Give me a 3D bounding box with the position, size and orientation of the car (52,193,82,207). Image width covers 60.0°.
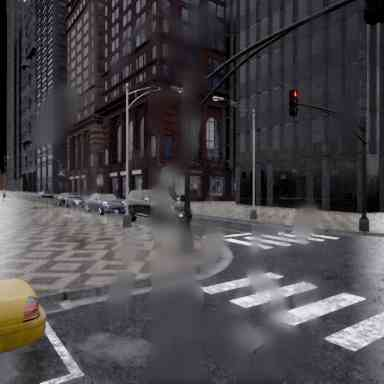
[{"bbox_3d":[-13.166,0.827,36.074,2.128,1.511,4.902,0,1,-36],"label":"car"}]

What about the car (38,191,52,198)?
[{"bbox_3d":[-26.398,0.450,60.000,1.994,1.385,4.181,0,1,-36],"label":"car"}]

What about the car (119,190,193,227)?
[{"bbox_3d":[-2.230,0.898,20.808,2.150,2.045,5.566,0,1,-36],"label":"car"}]

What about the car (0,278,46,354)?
[{"bbox_3d":[-4.264,1.525,3.614,4.829,1.417,1.752,0,0,-35],"label":"car"}]

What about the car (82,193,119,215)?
[{"bbox_3d":[-7.148,0.872,27.671,2.097,1.767,4.553,0,1,-35],"label":"car"}]
